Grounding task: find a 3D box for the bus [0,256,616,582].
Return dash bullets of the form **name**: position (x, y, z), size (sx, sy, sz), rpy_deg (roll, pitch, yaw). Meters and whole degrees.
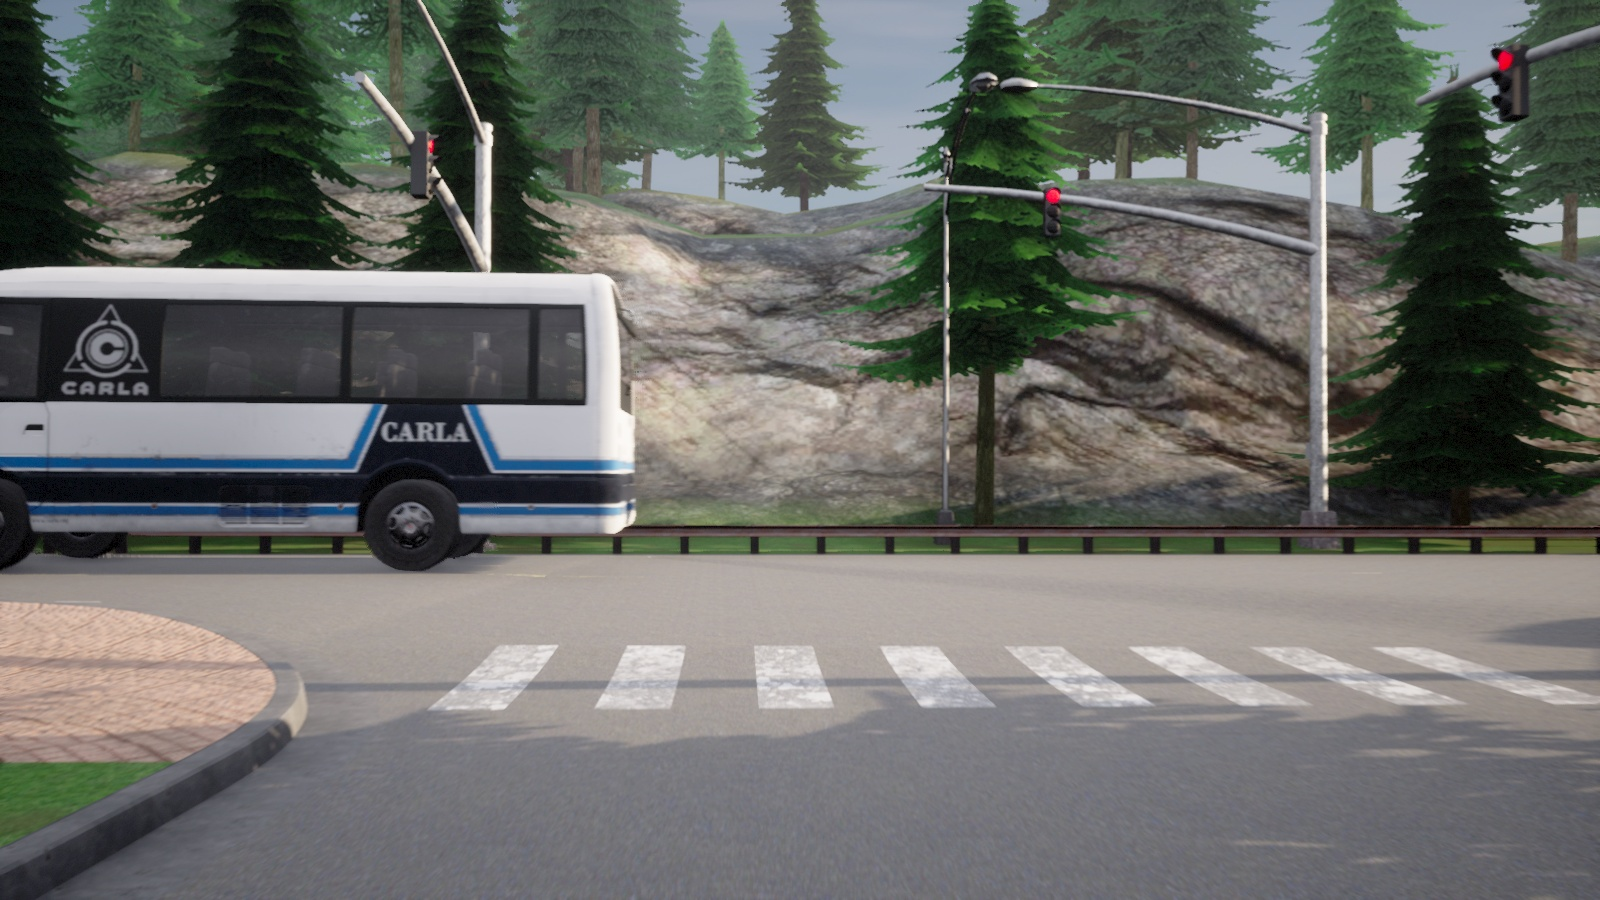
- **bus**: position (-8.051, -0.382, 18.463), size (10.273, 4.253, 3.944), rpy_deg (0, -1, -3)
